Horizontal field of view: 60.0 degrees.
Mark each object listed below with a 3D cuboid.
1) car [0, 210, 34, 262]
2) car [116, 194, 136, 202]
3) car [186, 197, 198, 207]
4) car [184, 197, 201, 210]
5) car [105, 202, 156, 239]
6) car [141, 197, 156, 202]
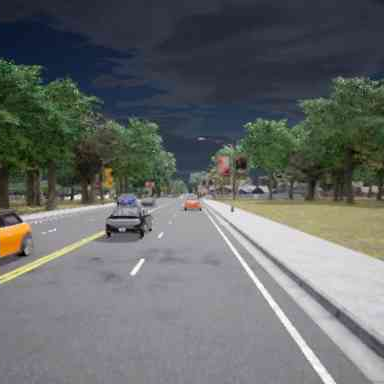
[{"bbox_3d":[-6.599,1.349,9.743,2.097,1.767,4.553,0,0,0],"label":"car"},{"bbox_3d":[-9.820,1.274,50.073,2.150,2.045,5.566,0,0,0],"label":"car"},{"bbox_3d":[0.005,1.566,52.861,1.837,1.490,4.892,0,0,0],"label":"car"},{"bbox_3d":[0.103,1.387,42.898,2.097,1.767,4.553,0,0,0],"label":"car"},{"bbox_3d":[-3.148,1.488,17.410,2.128,1.511,4.902,0,0,0],"label":"car"},{"bbox_3d":[-6.570,1.530,50.139,1.882,1.535,5.008,0,0,0],"label":"car"}]
